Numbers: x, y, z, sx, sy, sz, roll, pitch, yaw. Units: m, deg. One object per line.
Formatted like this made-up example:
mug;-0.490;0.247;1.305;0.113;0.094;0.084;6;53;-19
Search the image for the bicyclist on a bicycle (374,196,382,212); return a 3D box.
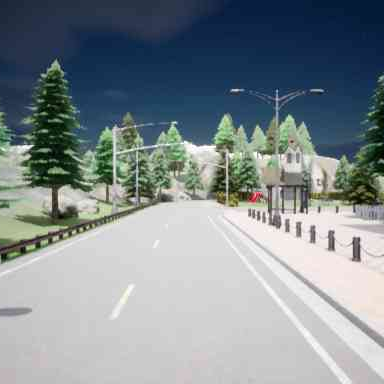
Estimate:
bicyclist on a bicycle;18.355;1.260;32.912;0.582;1.620;1.656;0;0;0
